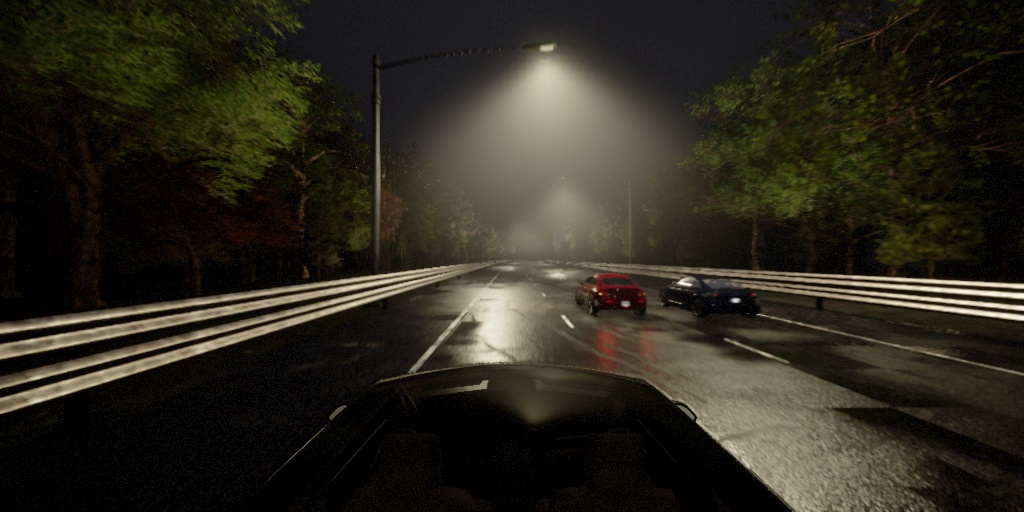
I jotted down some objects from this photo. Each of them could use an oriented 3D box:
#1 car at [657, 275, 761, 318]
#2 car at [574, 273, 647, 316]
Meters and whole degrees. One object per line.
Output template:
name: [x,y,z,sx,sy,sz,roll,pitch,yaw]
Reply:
car: [7.098,1.394,13.392,1.994,1.385,4.181,0,0,0]
car: [3.597,1.358,13.655,1.812,1.442,4.674,0,0,0]
